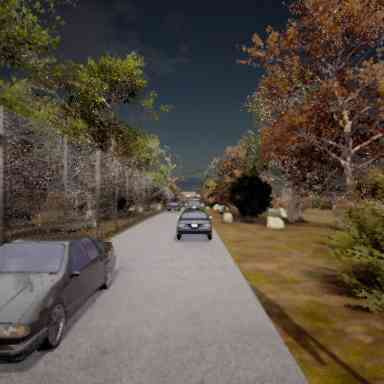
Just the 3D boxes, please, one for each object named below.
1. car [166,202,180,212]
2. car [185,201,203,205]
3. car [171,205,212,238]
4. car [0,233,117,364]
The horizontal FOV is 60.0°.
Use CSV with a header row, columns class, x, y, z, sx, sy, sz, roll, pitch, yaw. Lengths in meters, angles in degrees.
class,x,y,z,sx,sy,sz,roll,pitch,yaw
car,-2.627,2.204,48.692,2.033,1.411,5.357,0,-1,1
car,0.241,1.778,38.934,2.097,1.767,4.553,0,-1,0
car,0.133,1.654,18.201,2.033,1.411,5.357,0,-1,1
car,-2.843,1.567,6.483,2.033,1.411,5.357,0,0,0
